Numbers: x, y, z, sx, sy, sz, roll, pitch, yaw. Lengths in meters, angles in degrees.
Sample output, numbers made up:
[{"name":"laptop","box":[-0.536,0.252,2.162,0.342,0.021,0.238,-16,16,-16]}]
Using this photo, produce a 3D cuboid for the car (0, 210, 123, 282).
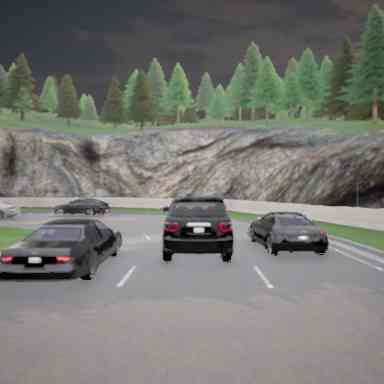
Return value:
[{"name":"car","box":[-3.373,1.475,9.570,2.033,1.411,5.357,0,0,-1]}]

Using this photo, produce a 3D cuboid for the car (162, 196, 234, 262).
[{"name":"car","box":[0.118,1.132,11.941,2.150,2.045,5.566,0,0,-2]}]

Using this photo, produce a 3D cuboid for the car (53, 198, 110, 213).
[{"name":"car","box":[-9.450,1.291,28.482,4.892,1.490,1.837,0,-1,15]}]

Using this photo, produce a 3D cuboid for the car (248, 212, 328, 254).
[{"name":"car","box":[3.564,1.467,12.973,1.994,1.385,4.181,0,0,-3]}]

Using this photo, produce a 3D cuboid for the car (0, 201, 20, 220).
[{"name":"car","box":[-15.617,1.336,25.220,4.674,1.442,1.812,0,0,-9]}]
